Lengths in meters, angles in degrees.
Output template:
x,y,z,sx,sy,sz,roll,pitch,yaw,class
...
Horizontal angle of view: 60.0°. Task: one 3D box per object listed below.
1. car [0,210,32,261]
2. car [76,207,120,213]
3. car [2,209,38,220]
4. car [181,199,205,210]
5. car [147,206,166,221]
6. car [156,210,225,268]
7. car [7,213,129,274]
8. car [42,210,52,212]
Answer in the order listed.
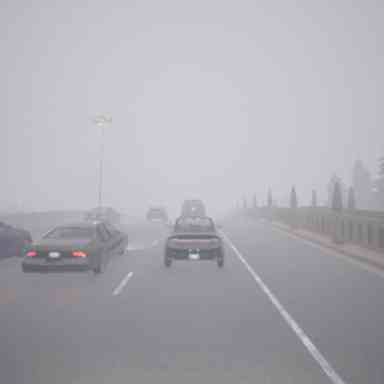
x,y,z,sx,sy,sz,roll,pitch,yaw,class
-6.933,1.437,10.403,2.097,1.767,4.553,0,0,0,car
-6.921,1.850,26.083,2.033,1.411,5.357,0,-2,0,car
-21.078,2.819,40.962,1.895,1.301,4.718,0,-5,0,car
0.104,1.781,31.911,2.150,2.045,5.566,0,-3,0,car
-3.396,2.143,33.474,2.128,1.511,4.902,0,-4,0,car
0.075,1.588,11.614,2.128,1.511,4.902,0,0,0,car
-3.428,1.636,10.829,2.033,1.411,5.357,0,0,0,car
-17.579,2.823,40.998,1.895,1.301,4.718,0,-5,0,car
